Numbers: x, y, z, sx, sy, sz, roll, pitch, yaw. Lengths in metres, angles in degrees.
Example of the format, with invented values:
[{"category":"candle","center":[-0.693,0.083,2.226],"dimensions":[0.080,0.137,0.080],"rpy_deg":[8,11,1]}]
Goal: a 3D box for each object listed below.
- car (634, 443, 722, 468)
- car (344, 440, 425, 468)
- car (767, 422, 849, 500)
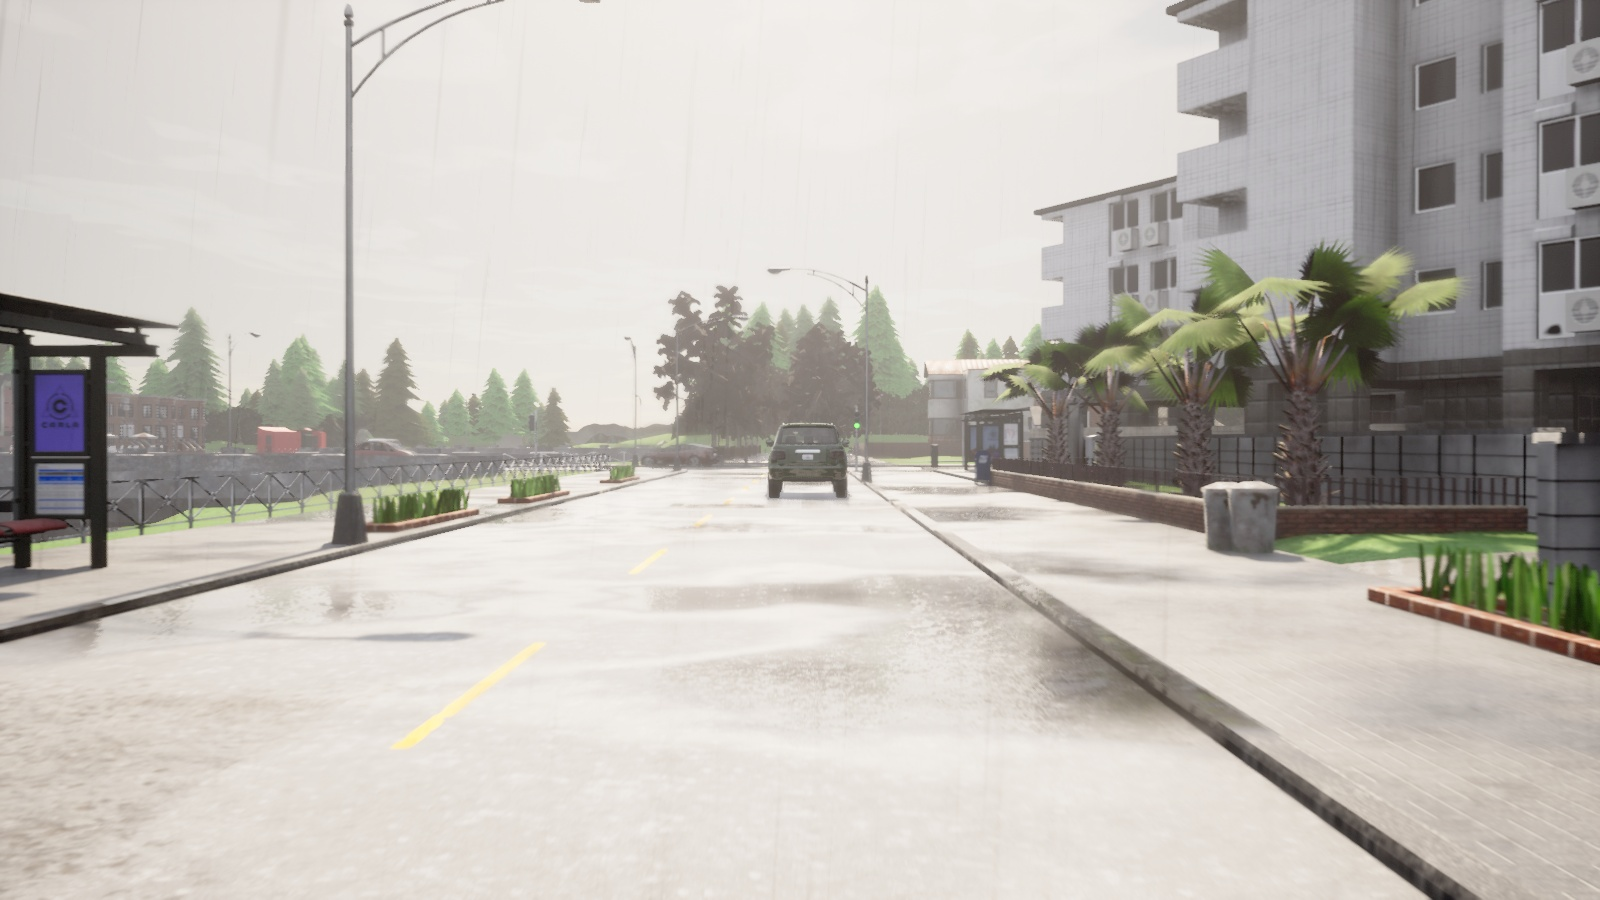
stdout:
[{"category":"car","center":[-7.271,0.317,75.114],"dimensions":[4.792,1.488,2.163],"rpy_deg":[0,0,19]},{"category":"car","center":[-23.633,0.222,71.536],"dimensions":[3.988,1.617,1.851],"rpy_deg":[0,0,0]},{"category":"car","center":[0.222,0.264,35.813],"dimensions":[2.150,2.045,5.566],"rpy_deg":[0,0,0]}]
